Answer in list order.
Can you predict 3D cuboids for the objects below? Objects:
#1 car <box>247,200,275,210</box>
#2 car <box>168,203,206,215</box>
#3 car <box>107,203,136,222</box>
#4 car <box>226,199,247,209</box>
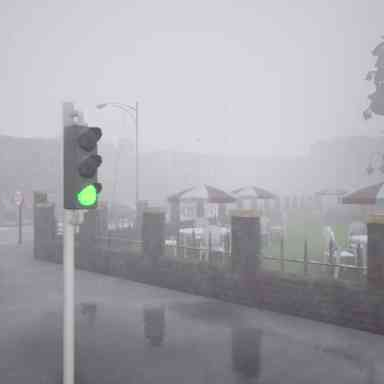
[{"bbox_3d":[8.849,1.612,39.917,1.895,1.301,4.718,0,0,39],"label":"car"},{"bbox_3d":[-0.446,1.518,34.443,1.837,1.490,4.892,0,0,35],"label":"car"},{"bbox_3d":[-6.313,1.577,26.179,1.994,1.385,4.181,0,0,35],"label":"car"},{"bbox_3d":[5.569,1.492,42.724,1.882,1.535,5.008,0,0,42],"label":"car"}]
